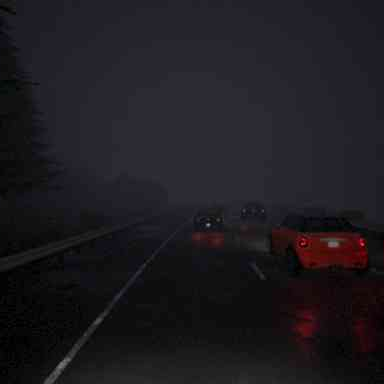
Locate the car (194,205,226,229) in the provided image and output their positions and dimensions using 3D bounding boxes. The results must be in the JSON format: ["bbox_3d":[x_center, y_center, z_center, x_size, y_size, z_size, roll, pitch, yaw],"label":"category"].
[{"bbox_3d":[1.213,1.820,23.303,1.895,1.301,4.718,0,-1,5],"label":"car"}]

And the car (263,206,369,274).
[{"bbox_3d":[3.927,1.461,11.140,2.097,1.767,4.553,0,-1,2],"label":"car"}]

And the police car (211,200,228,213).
[{"bbox_3d":[3.408,1.816,41.558,1.930,1.638,5.238,0,-1,8],"label":"police car"}]

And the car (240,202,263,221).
[{"bbox_3d":[5.418,1.639,30.101,2.097,1.767,4.553,0,-1,6],"label":"car"}]
